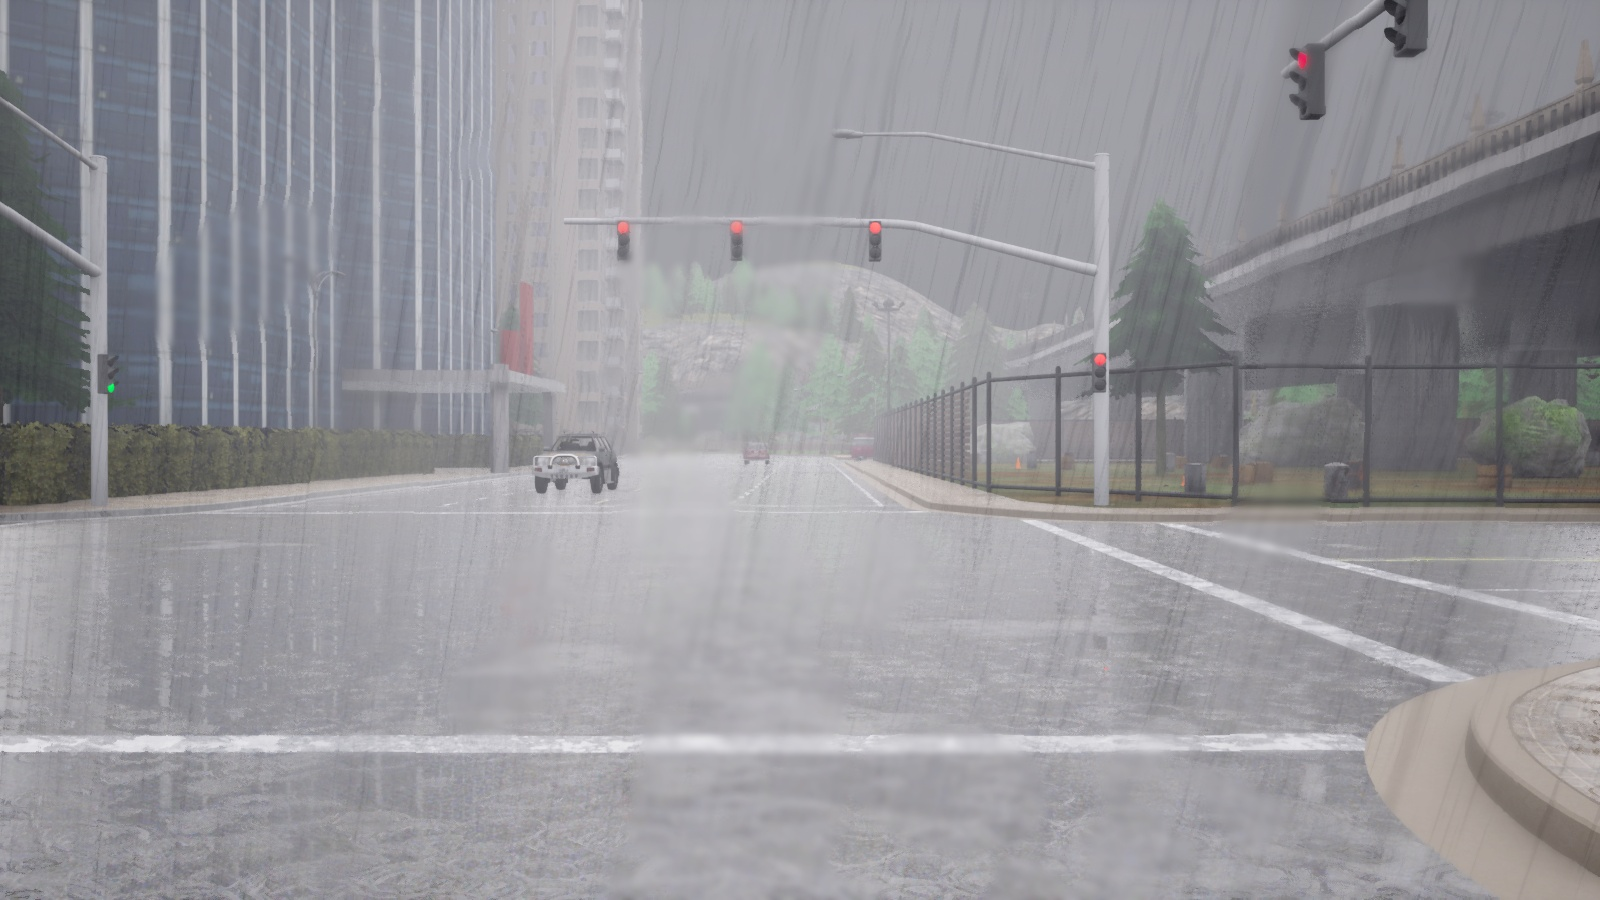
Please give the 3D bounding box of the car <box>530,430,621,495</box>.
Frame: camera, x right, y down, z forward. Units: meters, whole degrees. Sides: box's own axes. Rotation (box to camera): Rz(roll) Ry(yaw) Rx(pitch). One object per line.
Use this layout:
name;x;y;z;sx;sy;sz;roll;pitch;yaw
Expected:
car;-6.765;0.341;38.320;1.932;1.855;4.605;0;0;0

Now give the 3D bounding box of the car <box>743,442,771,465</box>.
car;-2.986;0.228;87.571;1.789;1.549;3.705;0;0;0
